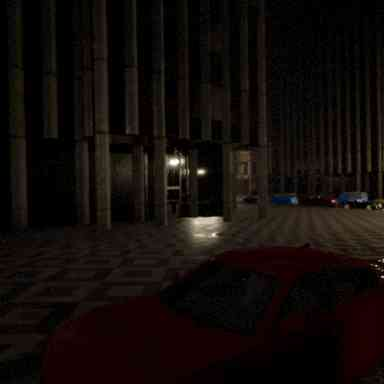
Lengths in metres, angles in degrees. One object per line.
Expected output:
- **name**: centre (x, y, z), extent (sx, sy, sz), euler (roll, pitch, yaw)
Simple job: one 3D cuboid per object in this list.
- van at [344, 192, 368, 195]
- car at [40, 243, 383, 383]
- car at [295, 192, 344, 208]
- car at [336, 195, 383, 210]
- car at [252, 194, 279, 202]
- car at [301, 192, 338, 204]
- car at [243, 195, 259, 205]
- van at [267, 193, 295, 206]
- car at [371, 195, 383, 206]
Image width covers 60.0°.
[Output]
- **van**: centre (23.395, 0.939, 48.226), extent (1.690, 1.788, 3.998), euler (-1, 1, -36)
- **car**: centre (0.886, 1.460, 4.010), extent (5.008, 1.535, 1.882), euler (0, 0, -36)
- **car**: centre (16.464, 1.093, 43.256), extent (2.192, 1.841, 5.009), euler (-1, 1, -36)
- **car**: centre (19.694, 1.352, 38.775), extent (2.008, 1.369, 4.403), euler (-1, 1, -36)
- **car**: centre (13.622, 1.056, 61.823), extent (1.752, 1.417, 4.829), euler (-1, 1, -36)
- **car**: centre (20.169, 0.890, 52.711), extent (2.192, 1.841, 5.009), euler (-1, 1, -36)
- **car**: centre (10.012, 1.173, 52.227), extent (1.967, 1.590, 4.097), euler (-1, 1, -36)
- **van**: centre (13.237, 1.096, 47.742), extent (1.690, 1.788, 3.998), euler (-1, 1, -36)
- **car**: centre (26.523, 1.146, 43.881), extent (1.752, 1.417, 4.829), euler (-1, 1, -36)
